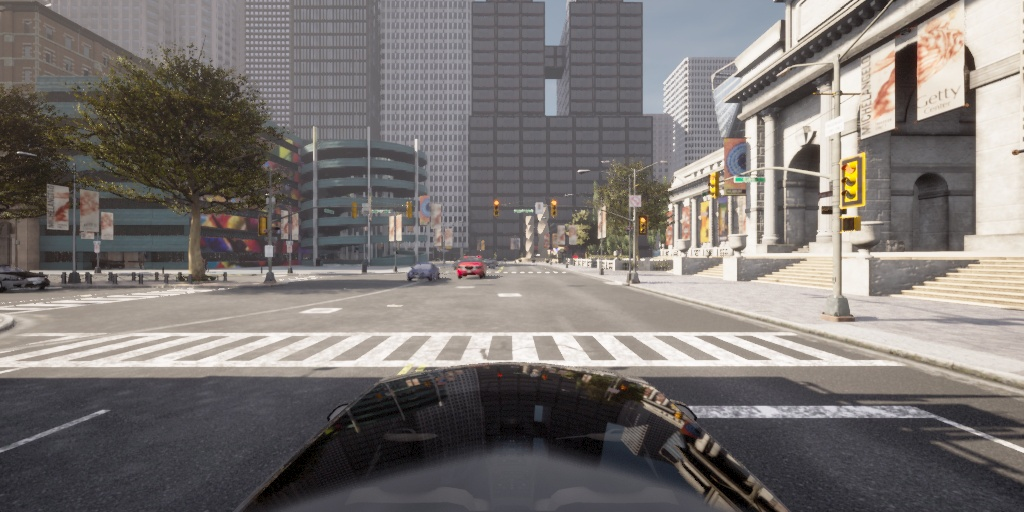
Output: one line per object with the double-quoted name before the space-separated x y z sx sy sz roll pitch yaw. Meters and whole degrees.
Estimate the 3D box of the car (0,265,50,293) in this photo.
"car" -29.161 1.242 20.161 4.902 1.511 2.128 0 0 0

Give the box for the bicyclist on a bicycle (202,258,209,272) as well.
"bicyclist on a bicycle" -34.155 1.051 39.630 0.582 1.620 1.656 0 0 0

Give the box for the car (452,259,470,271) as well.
"car" -7.011 1.255 49.933 1.837 1.490 4.892 0 0 0

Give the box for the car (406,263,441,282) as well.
"car" -7.046 1.276 28.999 1.812 1.442 4.674 0 0 0

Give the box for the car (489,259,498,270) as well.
"car" -3.501 1.314 52.484 1.994 1.385 4.181 0 0 0

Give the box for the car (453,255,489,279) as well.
"car" -3.540 0.971 32.352 2.150 2.045 5.566 0 0 0
